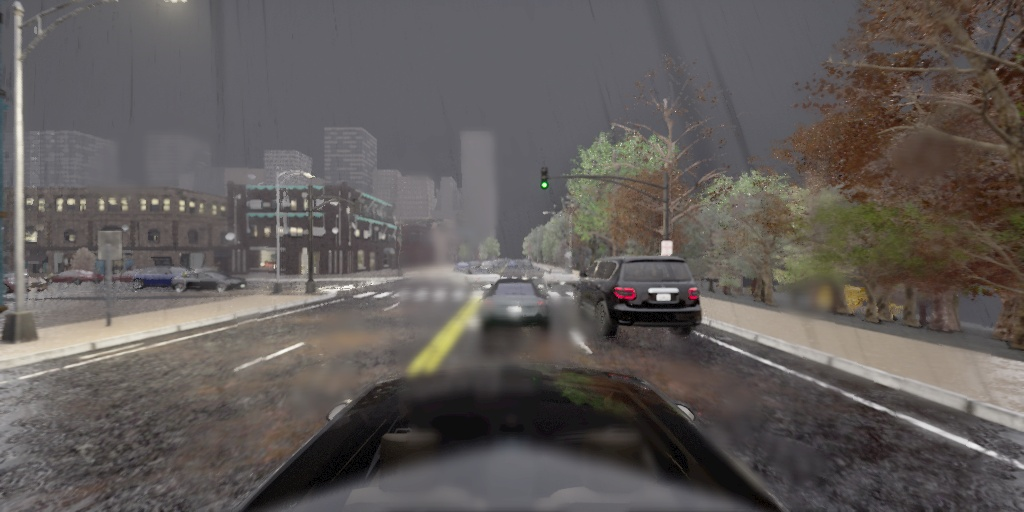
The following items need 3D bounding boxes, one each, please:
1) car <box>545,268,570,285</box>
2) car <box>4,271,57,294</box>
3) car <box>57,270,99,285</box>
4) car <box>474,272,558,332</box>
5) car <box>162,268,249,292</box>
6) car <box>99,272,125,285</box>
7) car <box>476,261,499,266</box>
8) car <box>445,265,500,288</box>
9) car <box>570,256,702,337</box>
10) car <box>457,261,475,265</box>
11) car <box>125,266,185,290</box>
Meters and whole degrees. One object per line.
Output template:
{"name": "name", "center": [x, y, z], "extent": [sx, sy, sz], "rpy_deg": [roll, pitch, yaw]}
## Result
{"name": "car", "center": [3.355, 1.493, 25.696], "extent": [1.895, 1.301, 4.718], "rpy_deg": [0, 0, 0]}
{"name": "car", "center": [-33.819, 1.732, 23.899], "extent": [4.097, 1.591, 1.967], "rpy_deg": [0, 0, 0]}
{"name": "car", "center": [-39.343, 1.904, 32.288], "extent": [4.207, 1.307, 1.802], "rpy_deg": [0, 0, 0]}
{"name": "car", "center": [0.102, 1.369, 11.141], "extent": [1.994, 1.385, 4.181], "rpy_deg": [0, 0, 0]}
{"name": "car", "center": [-19.942, 1.699, 23.759], "extent": [4.313, 1.339, 1.948], "rpy_deg": [0, 0, 0]}
{"name": "car", "center": [-33.809, 1.841, 32.280], "extent": [4.207, 1.307, 1.802], "rpy_deg": [0, 0, 0]}
{"name": "car", "center": [-3.322, 1.518, 49.320], "extent": [2.128, 1.511, 4.902], "rpy_deg": [0, 0, 0]}
{"name": "car", "center": [-2.891, 1.489, 24.954], "extent": [1.895, 1.301, 4.718], "rpy_deg": [0, 0, -35]}
{"name": "car", "center": [3.352, 1.024, 10.606], "extent": [2.150, 2.045, 5.566], "rpy_deg": [0, 0, 0]}
{"name": "car", "center": [-6.572, 1.555, 49.411], "extent": [1.812, 1.442, 4.674], "rpy_deg": [0, 0, 0]}
{"name": "car", "center": [-24.994, 1.533, 26.477], "extent": [4.553, 1.767, 2.097], "rpy_deg": [-1, 0, 0]}
